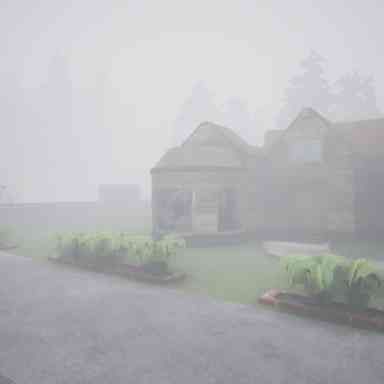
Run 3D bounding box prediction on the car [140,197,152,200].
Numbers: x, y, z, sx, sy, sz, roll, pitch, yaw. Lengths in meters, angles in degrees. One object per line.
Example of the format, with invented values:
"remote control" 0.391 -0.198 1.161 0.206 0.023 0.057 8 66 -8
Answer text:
"car" -9.431 1.601 60.338 2.033 1.411 5.357 0 0 36
